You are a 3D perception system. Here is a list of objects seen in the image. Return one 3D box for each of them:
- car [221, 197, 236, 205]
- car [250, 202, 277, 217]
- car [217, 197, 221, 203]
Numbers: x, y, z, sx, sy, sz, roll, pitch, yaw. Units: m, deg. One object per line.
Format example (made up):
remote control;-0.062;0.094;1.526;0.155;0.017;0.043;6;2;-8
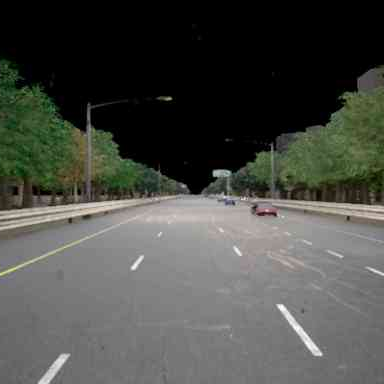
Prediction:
car;7.207;1.844;64.525;1.812;1.442;4.674;0;0;0
car;7.049;1.700;33.000;1.994;1.385;4.181;0;0;0
car;7.374;2.040;85.656;1.895;1.301;4.718;0;0;1
